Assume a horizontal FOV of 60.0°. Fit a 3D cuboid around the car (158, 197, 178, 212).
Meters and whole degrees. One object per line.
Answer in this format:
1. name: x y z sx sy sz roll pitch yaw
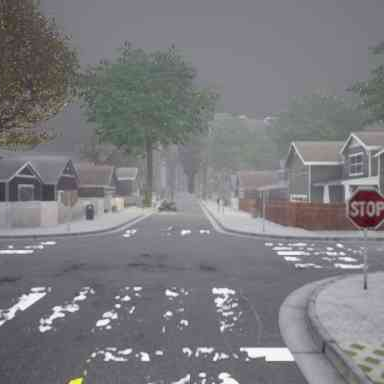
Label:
1. car: -2.749 1.601 38.581 1.994 1.385 4.181 0 0 0
